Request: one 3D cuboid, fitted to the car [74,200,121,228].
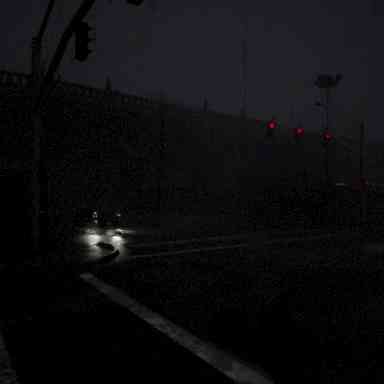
[{"bbox_3d":[-6.764,1.504,23.669,2.097,1.767,4.553,1,-1,-36],"label":"car"}]
